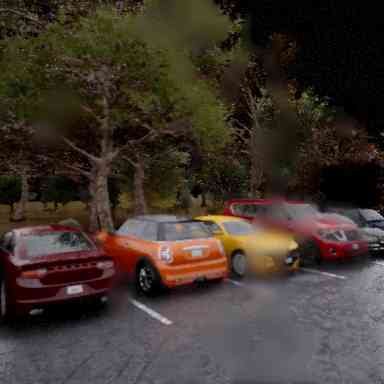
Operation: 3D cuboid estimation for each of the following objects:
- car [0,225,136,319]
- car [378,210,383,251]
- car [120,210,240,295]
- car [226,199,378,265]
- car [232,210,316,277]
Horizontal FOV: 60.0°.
[{"bbox_3d":[-3.403,1.495,7.625,2.097,1.535,5.008,1,0,-35],"label":"car"},{"bbox_3d":[5.661,1.598,14.101,2.231,1.521,4.892,1,0,-35],"label":"car"},{"bbox_3d":[-1.119,1.396,9.221,2.185,1.767,4.553,1,0,-35],"label":"car"},{"bbox_3d":[3.416,1.320,12.459,2.435,2.045,5.566,1,0,-36],"label":"car"},{"bbox_3d":[1.126,1.546,10.866,2.097,1.535,5.008,1,0,-35],"label":"car"}]
